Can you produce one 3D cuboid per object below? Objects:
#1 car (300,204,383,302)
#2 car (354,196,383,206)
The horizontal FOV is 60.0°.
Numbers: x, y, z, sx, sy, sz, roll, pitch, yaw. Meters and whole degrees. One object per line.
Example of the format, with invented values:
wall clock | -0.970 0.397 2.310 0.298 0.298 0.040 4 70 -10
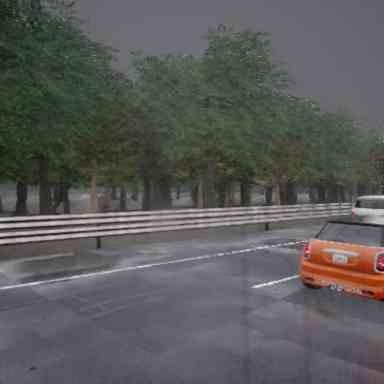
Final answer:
car | 4.618 1.341 7.883 4.553 1.767 2.097 0 0 -38
car | 9.974 1.191 16.421 5.566 2.045 2.150 0 0 -37
